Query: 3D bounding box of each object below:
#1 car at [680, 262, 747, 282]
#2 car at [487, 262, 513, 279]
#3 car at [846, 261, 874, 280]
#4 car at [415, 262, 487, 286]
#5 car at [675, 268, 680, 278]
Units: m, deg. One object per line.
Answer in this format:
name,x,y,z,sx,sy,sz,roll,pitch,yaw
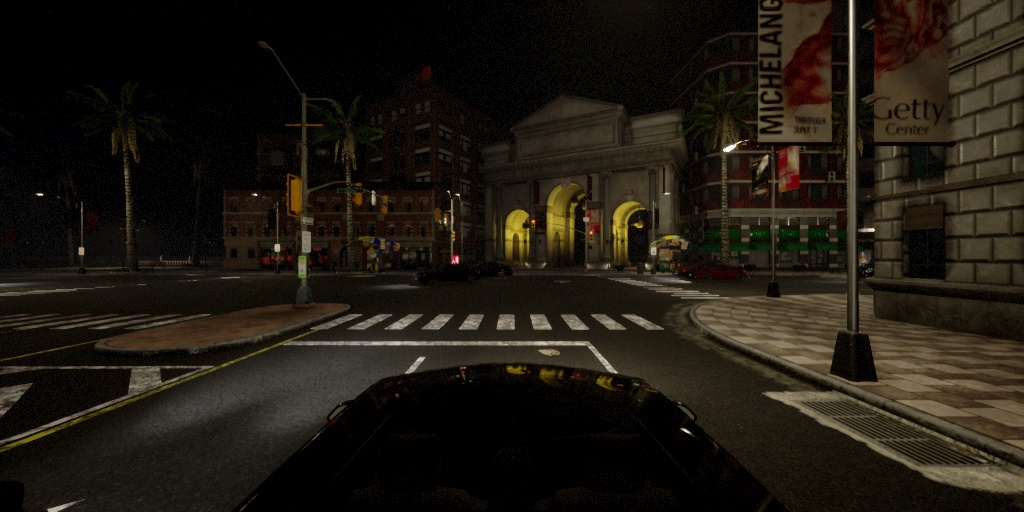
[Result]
car,16.069,1.314,28.317,4.181,1.385,1.994,0,0,0
car,-2.321,1.255,31.940,4.892,1.490,1.837,0,0,0
car,29.198,1.103,28.160,4.553,1.767,2.097,0,0,1
car,-4.456,1.276,25.257,4.674,1.442,1.812,0,0,-32
car,16.937,1.276,31.812,4.674,1.442,1.812,0,0,0
